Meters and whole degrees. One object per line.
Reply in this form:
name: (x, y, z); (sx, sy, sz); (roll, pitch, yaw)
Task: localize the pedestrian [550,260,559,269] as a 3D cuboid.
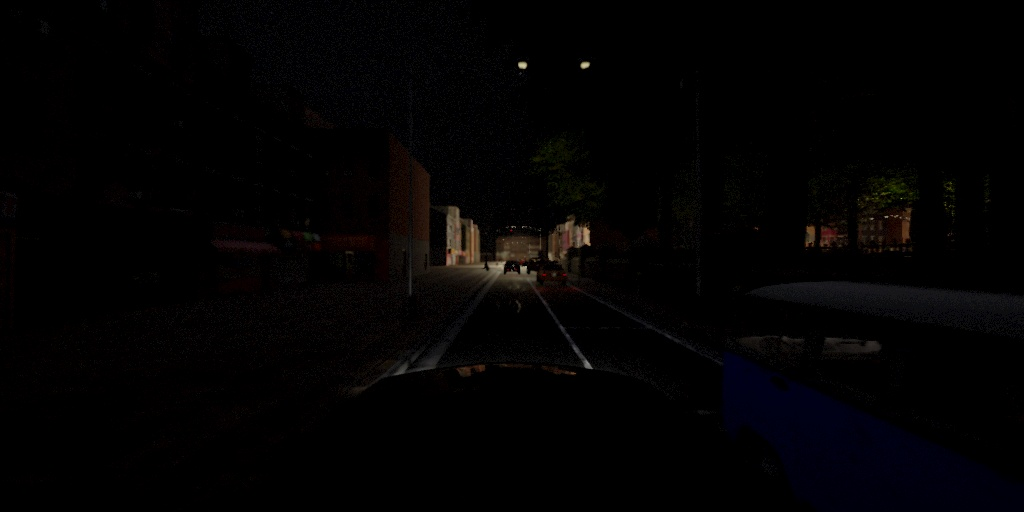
pedestrian: (3.153, 1.133, 28.776); (0.375, 1.860, 0.375); (26, 1, -10)

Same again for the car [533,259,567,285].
car: (2.751, 1.197, 25.801); (1.801, 1.575, 5.366); (0, 0, 0)

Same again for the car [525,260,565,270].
car: (4.841, 1.325, 52.624); (5.357, 1.411, 2.033); (0, -1, -19)

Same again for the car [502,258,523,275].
car: (0.003, 1.255, 39.737); (1.837, 1.490, 4.892); (0, 0, 0)

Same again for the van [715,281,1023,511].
van: (2.638, 1.091, 1.630); (1.690, 1.789, 3.998); (0, 0, 0)

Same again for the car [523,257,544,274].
car: (2.641, 1.065, 39.775); (2.192, 1.841, 5.009); (0, 0, 0)
